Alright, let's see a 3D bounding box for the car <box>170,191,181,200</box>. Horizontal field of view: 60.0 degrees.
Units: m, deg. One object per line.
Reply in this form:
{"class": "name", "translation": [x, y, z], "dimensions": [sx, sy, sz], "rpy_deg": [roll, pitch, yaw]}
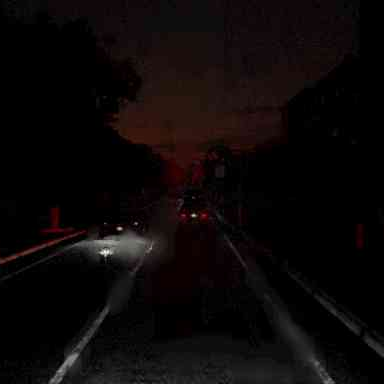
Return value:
{"class": "car", "translation": [-2.832, 0.580, 59.502], "dimensions": [1.837, 1.490, 4.892], "rpy_deg": [0, 1, 1]}

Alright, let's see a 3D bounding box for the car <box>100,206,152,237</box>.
{"class": "car", "translation": [-3.214, 1.416, 16.772], "dimensions": [1.994, 1.385, 4.181], "rpy_deg": [0, 1, 0]}

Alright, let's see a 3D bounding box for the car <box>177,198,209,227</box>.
{"class": "car", "translation": [0.113, 1.341, 21.106], "dimensions": [2.033, 1.411, 5.357], "rpy_deg": [0, 1, 0]}

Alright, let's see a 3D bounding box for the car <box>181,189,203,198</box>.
{"class": "car", "translation": [0.181, 0.679, 39.918], "dimensions": [2.150, 2.045, 5.566], "rpy_deg": [0, 1, 0]}
